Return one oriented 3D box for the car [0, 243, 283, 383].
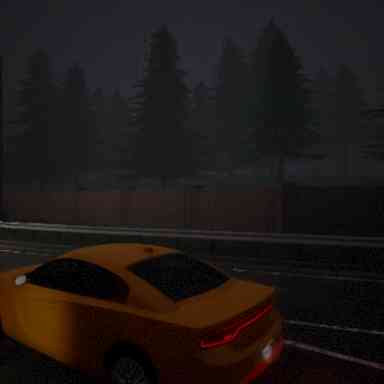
[{"bbox_3d":[-1.238,1.510,4.878,5.008,1.535,1.882,-1,0,35],"label":"car"}]
